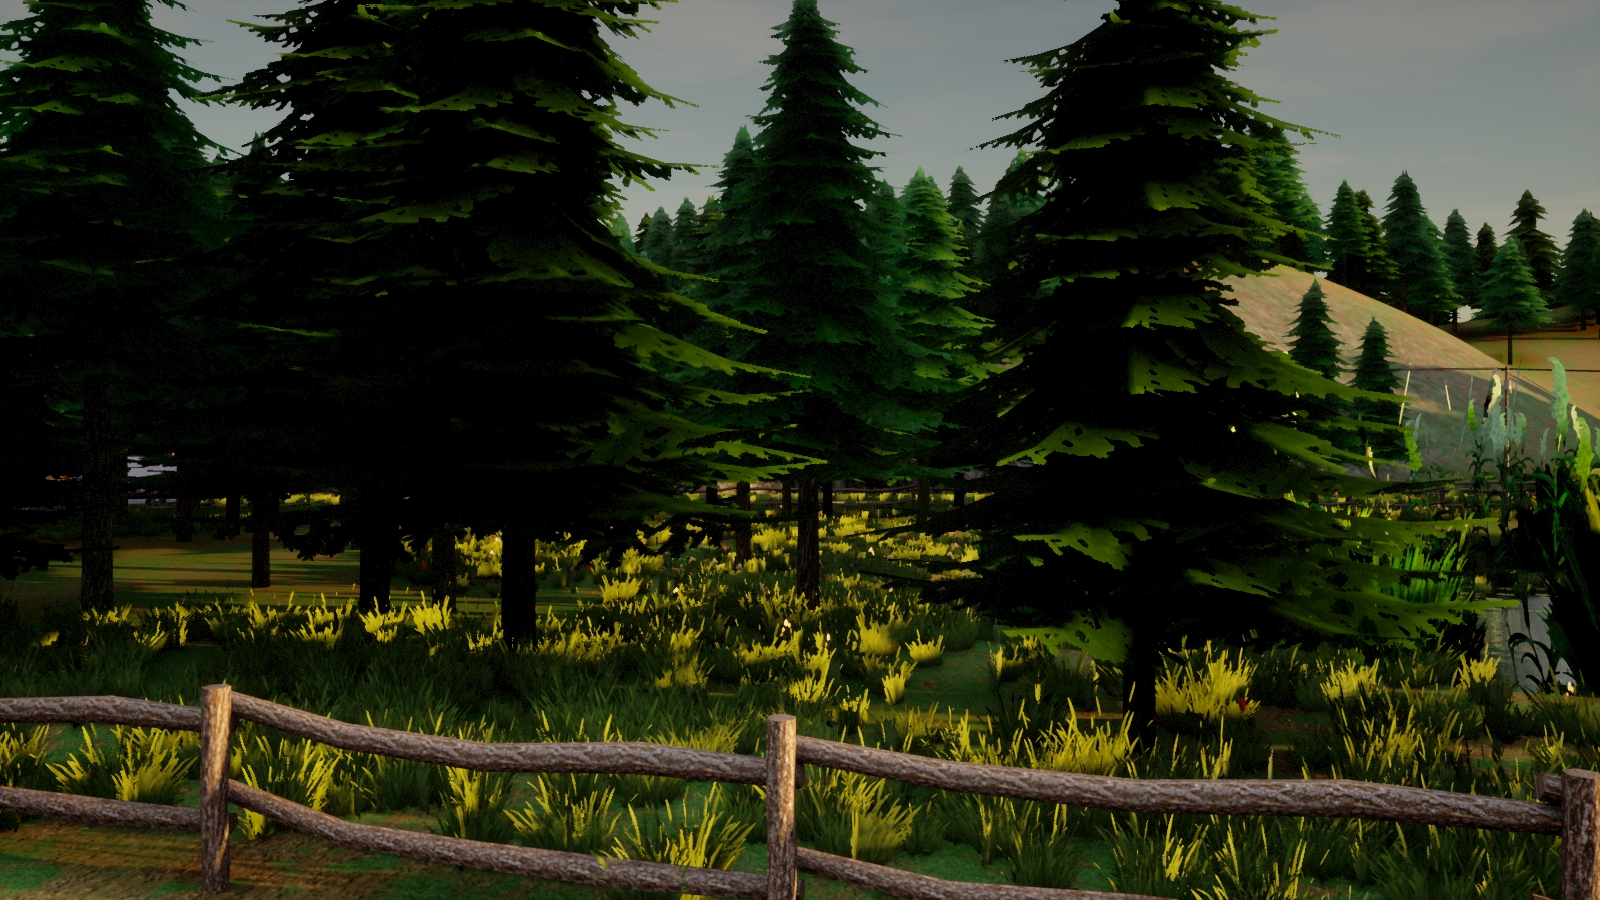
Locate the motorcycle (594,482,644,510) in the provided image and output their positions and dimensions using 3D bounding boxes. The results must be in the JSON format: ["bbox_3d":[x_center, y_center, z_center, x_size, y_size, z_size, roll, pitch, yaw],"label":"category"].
[{"bbox_3d":[-8.563,2.178,54.110,2.209,1.251,0.867,0,0,14],"label":"motorcycle"}]
